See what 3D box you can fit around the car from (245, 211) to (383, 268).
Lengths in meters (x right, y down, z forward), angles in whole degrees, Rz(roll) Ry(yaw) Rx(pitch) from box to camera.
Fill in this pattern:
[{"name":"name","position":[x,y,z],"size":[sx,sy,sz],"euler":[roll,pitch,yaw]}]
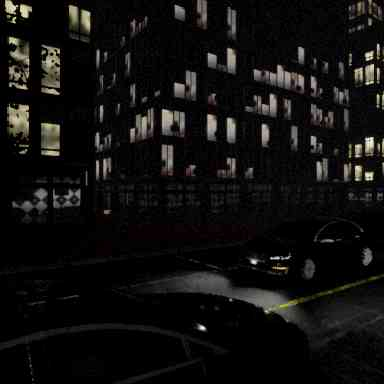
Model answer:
[{"name":"car","position":[3.526,1.504,9.757],"size":[4.892,1.490,1.837],"euler":[0,0,-36]}]

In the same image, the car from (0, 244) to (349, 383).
[{"name":"car","position":[-1.018,1.491,2.584],"size":[4.902,1.511,2.128],"euler":[0,0,-35]}]

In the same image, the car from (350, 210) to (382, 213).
[{"name":"car","position":[8.140,1.563,16.226],"size":[4.313,1.339,1.947],"euler":[0,0,-36]}]
